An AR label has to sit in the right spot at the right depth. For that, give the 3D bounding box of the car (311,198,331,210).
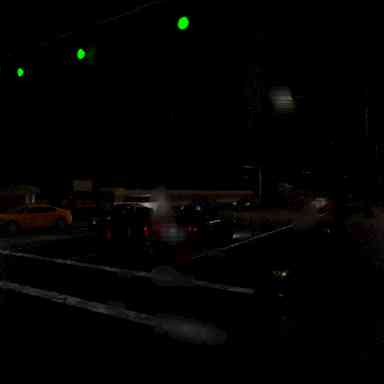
[{"bbox_3d":[16.411,1.546,42.266,1.812,1.442,4.674,0,0,31],"label":"car"}]

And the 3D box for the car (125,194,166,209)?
[{"bbox_3d":[-4.371,1.222,27.918,2.150,2.045,5.566,0,0,31],"label":"car"}]

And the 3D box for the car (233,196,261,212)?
[{"bbox_3d":[6.561,1.352,39.497,2.097,1.767,4.553,0,0,31],"label":"car"}]

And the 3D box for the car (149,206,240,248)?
[{"bbox_3d":[0.278,1.567,14.947,1.994,1.385,4.181,0,0,31],"label":"car"}]

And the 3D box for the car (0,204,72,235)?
[{"bbox_3d":[-9.420,1.478,19.372,1.882,1.535,5.008,0,0,31],"label":"car"}]

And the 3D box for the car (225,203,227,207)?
[{"bbox_3d":[2.277,1.600,39.149,1.895,1.301,4.718,0,0,31],"label":"car"}]

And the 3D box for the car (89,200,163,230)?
[{"bbox_3d":[-4.328,1.491,21.112,2.128,1.511,4.902,0,0,31],"label":"car"}]

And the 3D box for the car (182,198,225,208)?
[{"bbox_3d":[0.835,1.352,29.839,2.097,1.767,4.553,0,0,30],"label":"car"}]
